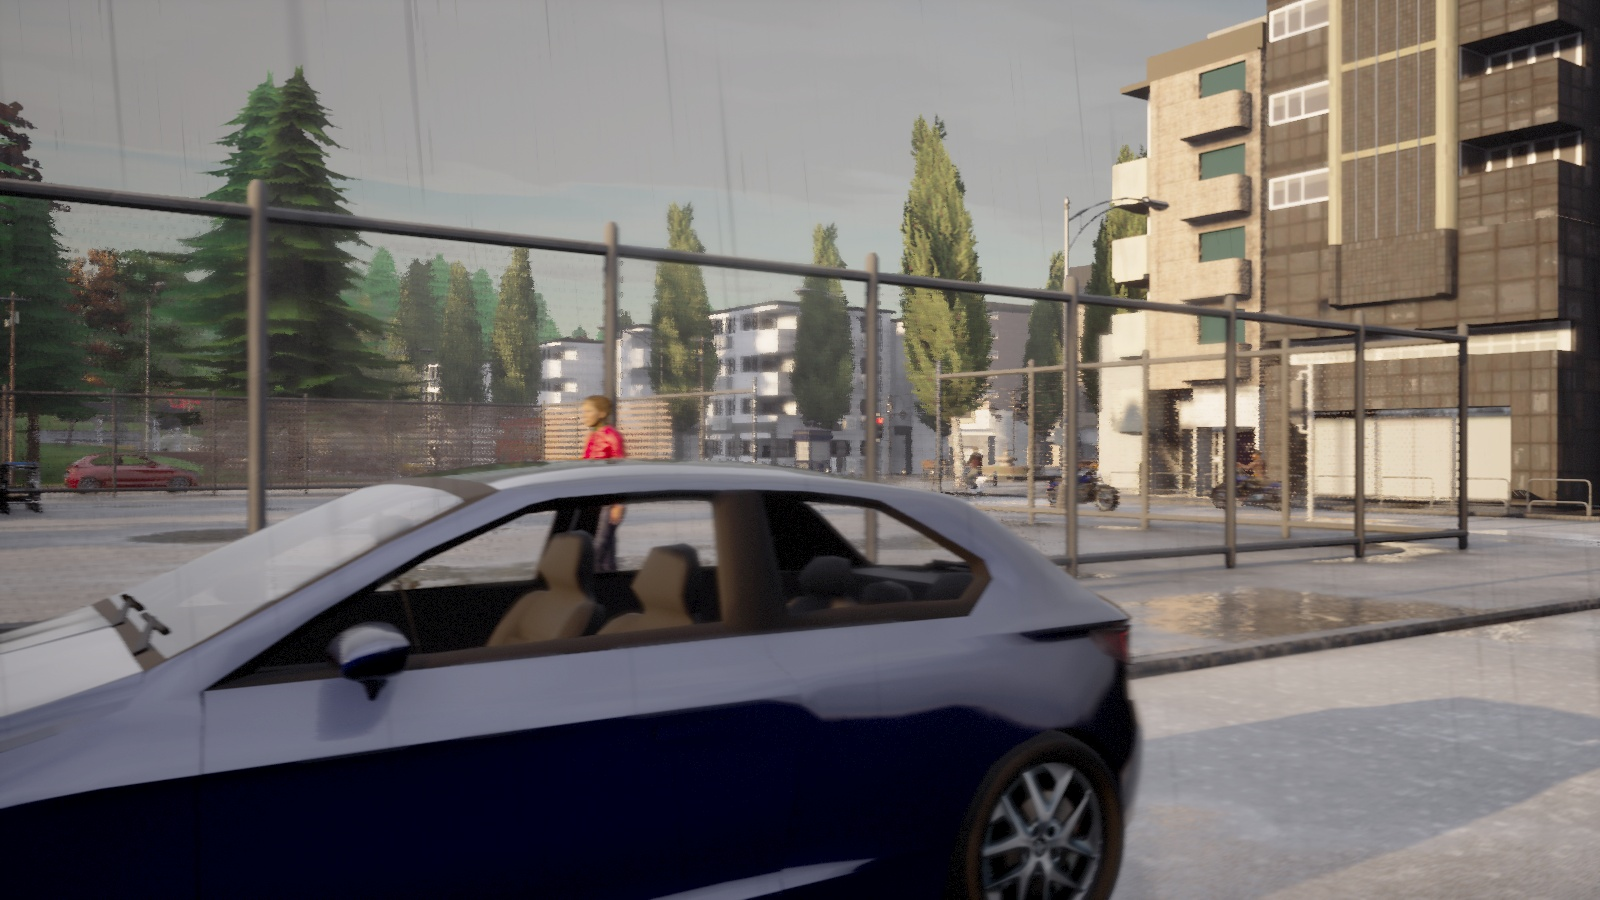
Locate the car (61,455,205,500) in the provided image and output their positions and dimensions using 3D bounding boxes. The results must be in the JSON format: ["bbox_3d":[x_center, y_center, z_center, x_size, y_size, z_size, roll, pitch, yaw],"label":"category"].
[{"bbox_3d":[-23.051,0.913,43.437,4.193,1.474,1.816,0,0,-35],"label":"car"}]

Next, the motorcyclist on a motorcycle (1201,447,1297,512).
[{"bbox_3d":[11.759,0.751,32.980,0.766,1.649,2.350,0,0,-35],"label":"motorcyclist on a motorcycle"}]

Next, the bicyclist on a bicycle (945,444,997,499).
[{"bbox_3d":[5.665,0.706,41.722,0.659,1.776,1.843,0,0,-35],"label":"bicyclist on a bicycle"}]

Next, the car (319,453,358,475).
[{"bbox_3d":[-33.309,1.018,90.648,1.789,1.549,3.705,0,0,-35],"label":"car"}]

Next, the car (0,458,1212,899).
[{"bbox_3d":[-0.949,0.769,3.569,4.193,1.474,1.816,0,0,-33],"label":"car"}]

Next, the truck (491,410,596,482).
[{"bbox_3d":[-14.605,-0.215,70.842,2.891,3.827,8.468,0,0,-33],"label":"truck"}]

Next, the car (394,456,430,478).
[{"bbox_3d":[-23.811,1.039,76.990,1.481,1.376,2.207,0,-1,-35],"label":"car"}]

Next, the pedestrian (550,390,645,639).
[{"bbox_3d":[-1.549,0.481,9.627,0.636,1.846,0.331,0,0,-33],"label":"pedestrian"}]

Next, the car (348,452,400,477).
[{"bbox_3d":[-28.411,0.940,83.599,2.033,1.649,4.856,0,0,-35],"label":"car"}]

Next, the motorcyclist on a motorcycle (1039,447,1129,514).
[{"bbox_3d":[7.297,0.759,32.386,0.766,1.649,2.350,0,0,-35],"label":"motorcyclist on a motorcycle"}]
